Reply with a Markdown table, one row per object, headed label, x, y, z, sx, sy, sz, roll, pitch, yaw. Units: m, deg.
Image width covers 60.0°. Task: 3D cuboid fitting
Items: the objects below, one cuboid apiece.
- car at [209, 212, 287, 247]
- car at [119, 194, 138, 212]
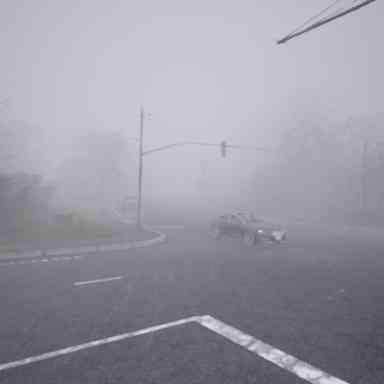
| label | x | y | z | sx | sy | sz | roll | pitch | yaw |
| --- | --- | --- | --- | --- | --- | --- | --- | --- | --- |
| car | 2.680 | 1.779 | 16.898 | 2.128 | 1.511 | 4.902 | 2 | -1 | -29 |
| car | -7.561 | 1.298 | 40.429 | 2.150 | 2.045 | 5.566 | 2 | 1 | -18 |
